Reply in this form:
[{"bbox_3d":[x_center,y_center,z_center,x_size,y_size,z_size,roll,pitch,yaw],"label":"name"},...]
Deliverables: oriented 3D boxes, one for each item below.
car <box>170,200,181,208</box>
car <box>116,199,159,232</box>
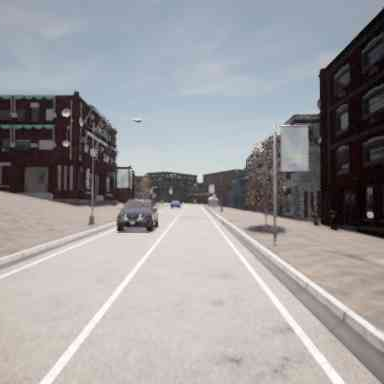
[{"bbox_3d":[-3.192,2.372,64.513,1.882,1.535,5.008,0,-1,1],"label":"car"},{"bbox_3d":[-3.494,1.492,22.342,2.150,2.045,5.566,0,-1,0],"label":"car"}]
